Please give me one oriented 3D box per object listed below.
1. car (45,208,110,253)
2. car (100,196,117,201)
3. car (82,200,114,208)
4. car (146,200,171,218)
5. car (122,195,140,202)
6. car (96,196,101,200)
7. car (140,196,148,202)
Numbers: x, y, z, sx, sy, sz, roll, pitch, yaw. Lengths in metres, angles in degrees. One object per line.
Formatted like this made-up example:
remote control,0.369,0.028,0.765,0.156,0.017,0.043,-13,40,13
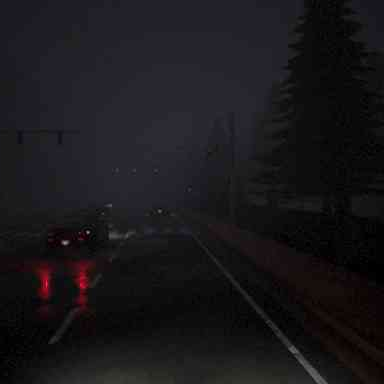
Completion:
car,-4.755,1.619,14.157,1.812,1.442,4.674,-1,0,-6
car,-17.993,2.009,71.665,1.895,1.301,4.718,-1,0,-6
car,-9.103,1.739,30.909,1.812,1.442,4.674,0,-1,-36
car,-3.065,1.701,31.527,1.994,1.385,4.181,-1,0,-6
car,-16.123,1.951,88.039,1.837,1.490,4.892,0,0,-32
car,-23.418,1.836,86.544,2.033,1.411,5.357,0,0,-32
car,-13.588,1.936,90.633,1.837,1.490,4.892,0,0,-32
